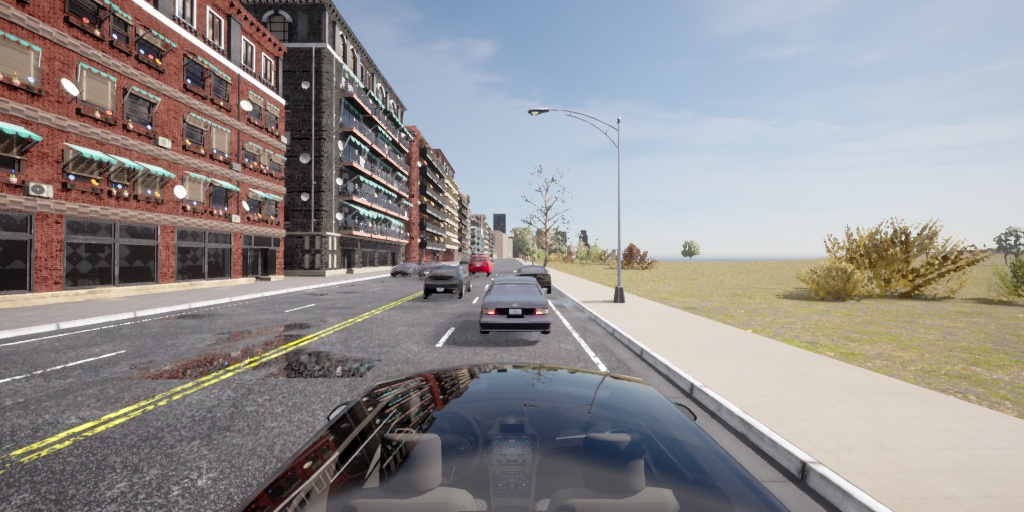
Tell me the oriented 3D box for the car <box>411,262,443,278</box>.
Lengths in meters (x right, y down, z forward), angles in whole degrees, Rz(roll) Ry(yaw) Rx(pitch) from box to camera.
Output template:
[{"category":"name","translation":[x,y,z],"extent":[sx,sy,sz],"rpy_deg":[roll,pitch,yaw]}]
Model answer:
[{"category":"car","translation":[-6.633,1.243,30.494],"extent":[2.128,1.511,4.902],"rpy_deg":[0,0,0]}]

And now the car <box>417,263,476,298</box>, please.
[{"category":"car","translation":[-3.169,1.255,18.267],"extent":[1.837,1.490,4.892],"rpy_deg":[0,0,0]}]

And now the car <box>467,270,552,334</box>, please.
[{"category":"car","translation":[0.092,1.299,10.575],"extent":[2.033,1.411,5.357],"rpy_deg":[0,0,0]}]

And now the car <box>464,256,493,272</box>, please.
[{"category":"car","translation":[-3.189,0.976,36.697],"extent":[2.150,2.045,5.566],"rpy_deg":[0,0,0]}]

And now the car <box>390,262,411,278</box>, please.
[{"category":"car","translation":[-9.887,1.299,34.120],"extent":[2.033,1.411,5.357],"rpy_deg":[0,0,0]}]

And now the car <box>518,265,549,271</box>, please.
[{"category":"car","translation":[1.116,1.230,20.339],"extent":[1.882,1.535,5.008],"rpy_deg":[0,0,0]}]
